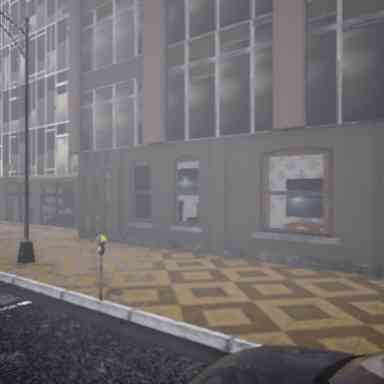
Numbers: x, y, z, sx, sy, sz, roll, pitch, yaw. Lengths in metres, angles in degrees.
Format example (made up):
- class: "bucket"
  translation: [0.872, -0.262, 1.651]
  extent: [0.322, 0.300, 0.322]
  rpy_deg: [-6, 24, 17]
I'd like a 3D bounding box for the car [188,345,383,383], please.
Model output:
- class: "car"
  translation: [1.791, 1.549, 1.591]
  extent: [4.403, 1.369, 2.008]
  rpy_deg: [0, 0, 35]
